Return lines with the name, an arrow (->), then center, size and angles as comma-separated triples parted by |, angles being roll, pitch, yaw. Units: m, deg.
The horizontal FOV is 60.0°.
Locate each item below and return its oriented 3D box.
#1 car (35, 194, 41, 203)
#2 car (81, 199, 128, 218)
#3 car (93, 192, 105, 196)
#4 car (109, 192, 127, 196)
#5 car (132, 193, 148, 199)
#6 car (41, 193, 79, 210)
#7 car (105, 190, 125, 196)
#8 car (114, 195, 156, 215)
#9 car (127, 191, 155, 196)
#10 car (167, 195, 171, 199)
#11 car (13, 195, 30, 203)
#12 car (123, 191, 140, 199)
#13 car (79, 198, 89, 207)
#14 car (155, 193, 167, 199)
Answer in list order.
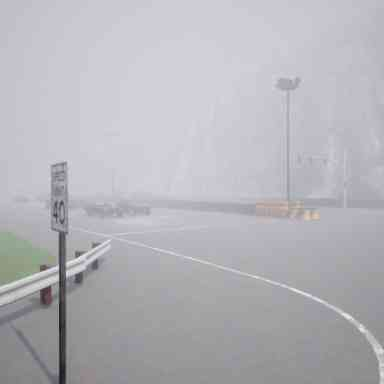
car -> -26.631, 1.133, 59.388 | 2.033, 1.411, 5.357 | 0, 1, -38
car -> -7.839, 1.534, 29.534 | 1.895, 1.301, 4.718 | 0, 0, -38
car -> -20.870, 0.757, 74.765 | 2.097, 1.767, 4.553 | 0, 1, -38
car -> -14.527, 1.182, 66.803 | 1.895, 1.301, 4.718 | 0, 1, -38
car -> -12.687, 0.901, 81.340 | 1.812, 1.442, 4.674 | 0, 1, -38
car -> -15.837, 1.089, 39.727 | 2.150, 2.045, 5.566 | 0, 1, -38
car -> -16.843, 0.660, 75.288 | 2.150, 2.045, 5.566 | 0, 1, -38
car -> -5.884, 1.398, 32.706 | 1.882, 1.535, 5.008 | 0, 0, -38
car -> -10.358, 0.830, 67.151 | 2.150, 2.045, 5.566 | 0, 1, -38
car -> -6.701, 1.147, 73.693 | 1.895, 1.301, 4.718 | 0, 1, -38
car -> -29.175, 1.200, 56.956 | 1.895, 1.301, 4.718 | 0, 1, -38
car -> -14.058, 0.740, 77.407 | 2.097, 1.767, 4.553 | 0, 1, -38
car -> -13.914, 1.450, 42.954 | 1.895, 1.301, 4.718 | 0, 1, -38
car -> -7.898, 0.950, 69.524 | 2.097, 1.767, 4.553 | 0, 1, -38
